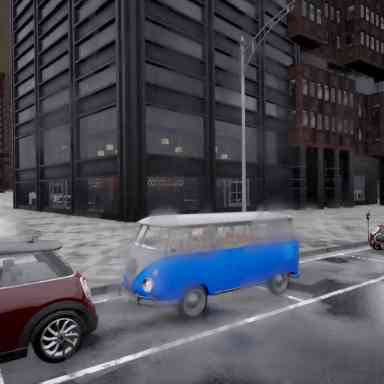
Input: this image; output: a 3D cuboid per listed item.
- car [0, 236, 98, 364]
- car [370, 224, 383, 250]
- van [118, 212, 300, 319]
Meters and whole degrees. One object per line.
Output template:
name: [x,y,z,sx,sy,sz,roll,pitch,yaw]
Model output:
car: [-3.440,1.440,4.209,4.097,1.590,1.967,0,-1,-36]
car: [8.629,1.434,12.839,4.097,1.590,1.967,0,-1,-36]
van: [0.534,1.339,7.052,3.998,1.788,1.690,0,-1,-36]
